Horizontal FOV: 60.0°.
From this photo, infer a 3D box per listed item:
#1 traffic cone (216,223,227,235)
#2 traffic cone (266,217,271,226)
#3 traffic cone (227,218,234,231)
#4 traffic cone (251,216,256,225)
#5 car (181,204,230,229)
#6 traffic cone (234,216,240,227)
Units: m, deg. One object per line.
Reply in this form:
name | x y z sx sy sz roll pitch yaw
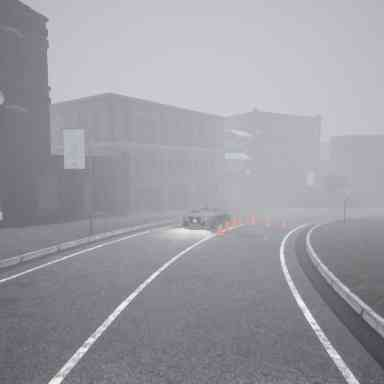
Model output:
traffic cone | 1.463 1.926 17.327 0.340 0.580 0.340 2 0 17
traffic cone | 5.161 1.994 22.449 0.340 0.580 0.340 2 1 17
traffic cone | 2.063 1.926 19.234 0.340 0.580 0.340 2 1 18
traffic cone | 4.207 1.958 22.744 0.340 0.580 0.340 2 1 17
car | 0.975 1.485 21.054 1.994 1.385 4.181 2 1 24
traffic cone | 2.663 1.925 21.142 0.340 0.580 0.340 2 1 17
